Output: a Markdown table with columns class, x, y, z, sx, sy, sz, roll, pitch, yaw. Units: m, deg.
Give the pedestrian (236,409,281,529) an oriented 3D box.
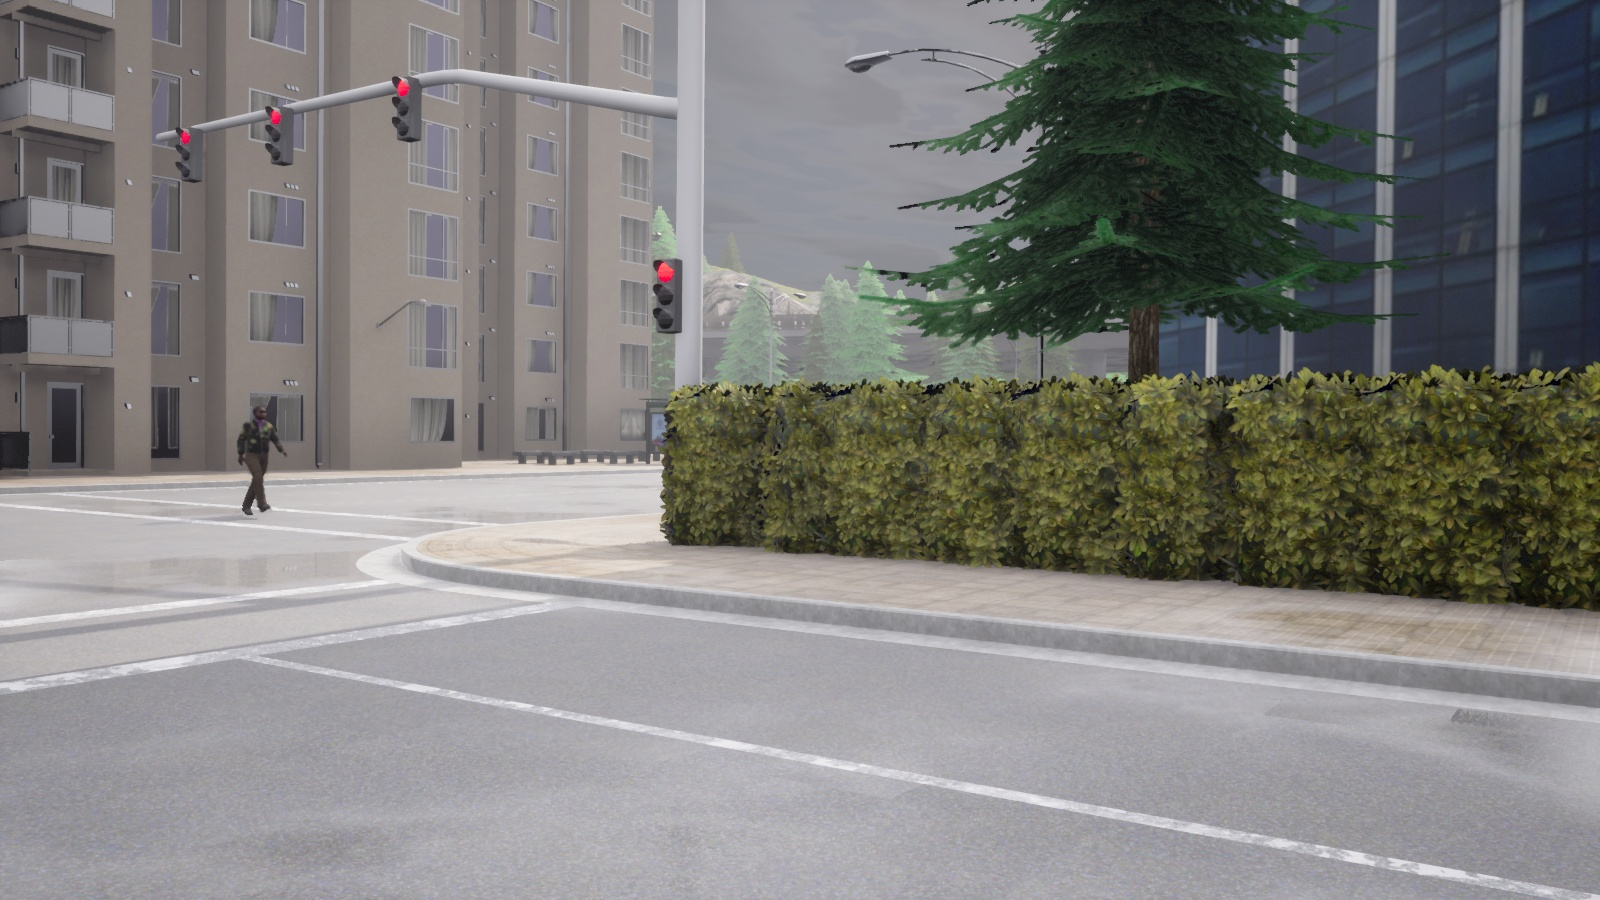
| class | x | y | z | sx | sy | sz | roll | pitch | yaw |
| --- | --- | --- | --- | --- | --- | --- | --- | --- | --- |
| pedestrian | -8.815 | 0.301 | 20.442 | 0.692 | 1.930 | 0.395 | 0 | 1 | 41 |
